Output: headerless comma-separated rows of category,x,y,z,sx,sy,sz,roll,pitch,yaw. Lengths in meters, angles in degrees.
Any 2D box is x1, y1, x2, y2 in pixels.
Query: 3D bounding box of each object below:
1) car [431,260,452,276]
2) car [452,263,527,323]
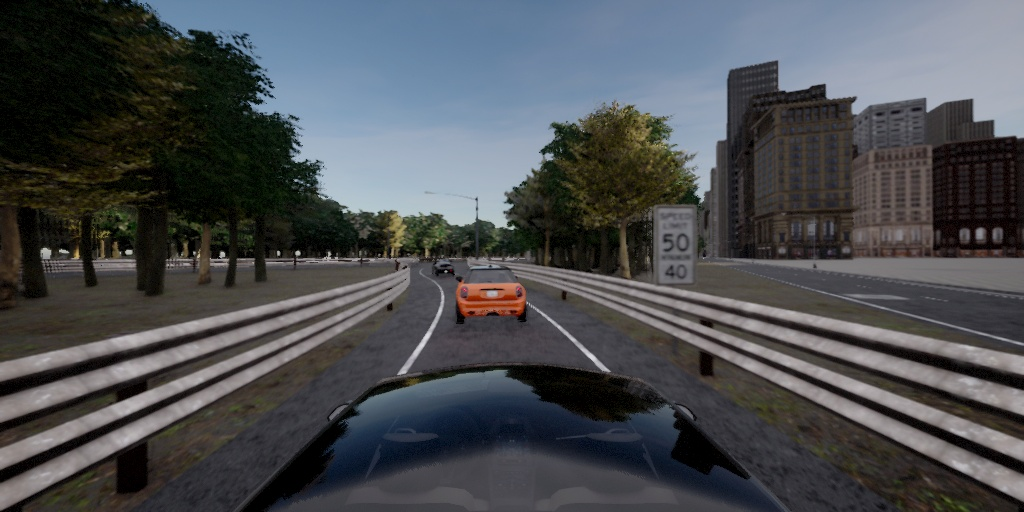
car,-6.820,1.155,35.414,1.837,1.490,4.892,0,1,-18
car,-0.834,1.089,12.280,2.097,1.767,4.553,0,0,-7
